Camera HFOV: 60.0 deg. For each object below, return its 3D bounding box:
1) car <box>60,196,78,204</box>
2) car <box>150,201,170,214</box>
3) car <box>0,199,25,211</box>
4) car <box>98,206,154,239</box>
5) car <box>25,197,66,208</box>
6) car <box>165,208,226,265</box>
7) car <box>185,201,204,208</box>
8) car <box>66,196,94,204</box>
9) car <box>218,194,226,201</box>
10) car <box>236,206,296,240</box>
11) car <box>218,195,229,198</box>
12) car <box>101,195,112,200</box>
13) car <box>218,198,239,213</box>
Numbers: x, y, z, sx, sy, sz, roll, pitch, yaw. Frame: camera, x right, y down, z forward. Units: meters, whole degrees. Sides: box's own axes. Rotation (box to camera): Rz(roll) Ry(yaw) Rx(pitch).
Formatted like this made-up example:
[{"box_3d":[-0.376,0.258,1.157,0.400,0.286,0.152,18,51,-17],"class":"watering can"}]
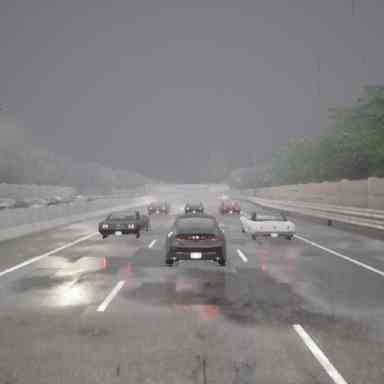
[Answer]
[{"box_3d":[-23.445,1.525,63.580,1.837,1.490,4.892,0,0,-2],"class":"car"},{"box_3d":[-3.272,1.615,33.935,1.895,1.301,4.718,0,0,0],"class":"car"},{"box_3d":[-20.926,1.563,38.951,2.033,1.411,5.357,0,0,1],"class":"car"},{"box_3d":[-3.362,1.607,17.475,1.895,1.301,4.718,0,0,0],"class":"car"},{"box_3d":[-17.413,1.508,39.784,2.128,1.511,4.902,0,0,1],"class":"car"},{"box_3d":[0.120,1.509,11.628,1.837,1.490,4.892,0,0,0],"class":"car"},{"box_3d":[0.228,1.615,33.962,1.895,1.301,4.718,0,0,0],"class":"car"},{"box_3d":[-13.890,1.495,42.235,1.882,1.535,5.008,0,0,1],"class":"car"},{"box_3d":[7.787,1.422,86.609,1.882,1.535,5.008,0,0,1],"class":"car"},{"box_3d":[3.635,1.607,16.841,1.895,1.301,4.718,0,0,0],"class":"car"},{"box_3d":[7.479,1.437,75.389,1.812,1.442,4.674,0,0,2],"class":"car"},{"box_3d":[-20.340,1.380,79.376,1.837,1.490,4.892,0,0,1],"class":"car"},{"box_3d":[3.728,1.615,33.951,1.895,1.301,4.718,0,0,0],"class":"car"}]
